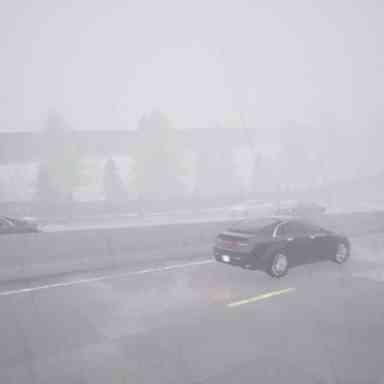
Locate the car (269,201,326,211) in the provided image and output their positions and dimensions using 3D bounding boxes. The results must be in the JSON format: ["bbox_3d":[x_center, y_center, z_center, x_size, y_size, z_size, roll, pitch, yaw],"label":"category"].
[{"bbox_3d":[8.918,1.474,27.466,4.718,1.301,1.895,-2,1,-35],"label":"car"}]

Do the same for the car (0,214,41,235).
[{"bbox_3d":[-7.799,1.503,11.314,4.892,1.490,1.837,0,0,-35],"label":"car"}]

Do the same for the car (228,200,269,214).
[{"bbox_3d":[5.256,1.443,29.169,4.674,1.442,1.812,-1,1,-35],"label":"car"}]

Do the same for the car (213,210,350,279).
[{"bbox_3d":[2.858,1.487,10.087,4.892,1.490,1.837,0,0,-36],"label":"car"}]
